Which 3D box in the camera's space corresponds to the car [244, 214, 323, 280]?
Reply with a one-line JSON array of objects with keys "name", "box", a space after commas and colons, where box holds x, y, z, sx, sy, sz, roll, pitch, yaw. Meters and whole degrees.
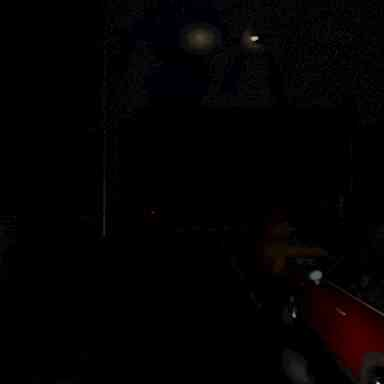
[{"name": "car", "box": [2.636, 1.601, 10.035, 1.752, 1.417, 4.829, 0, 0, 0]}]

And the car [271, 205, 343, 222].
[{"name": "car", "box": [8.801, 1.711, 26.002, 5.357, 1.411, 2.033, 0, -1, 0]}]

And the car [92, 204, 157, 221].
[{"name": "car", "box": [-5.781, 1.781, 28.907, 5.357, 1.411, 2.033, 0, -1, 0]}]

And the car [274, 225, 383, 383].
[{"name": "car", "box": [2.641, 1.474, 4.428, 1.967, 1.590, 4.097, 0, 0, 0]}]
